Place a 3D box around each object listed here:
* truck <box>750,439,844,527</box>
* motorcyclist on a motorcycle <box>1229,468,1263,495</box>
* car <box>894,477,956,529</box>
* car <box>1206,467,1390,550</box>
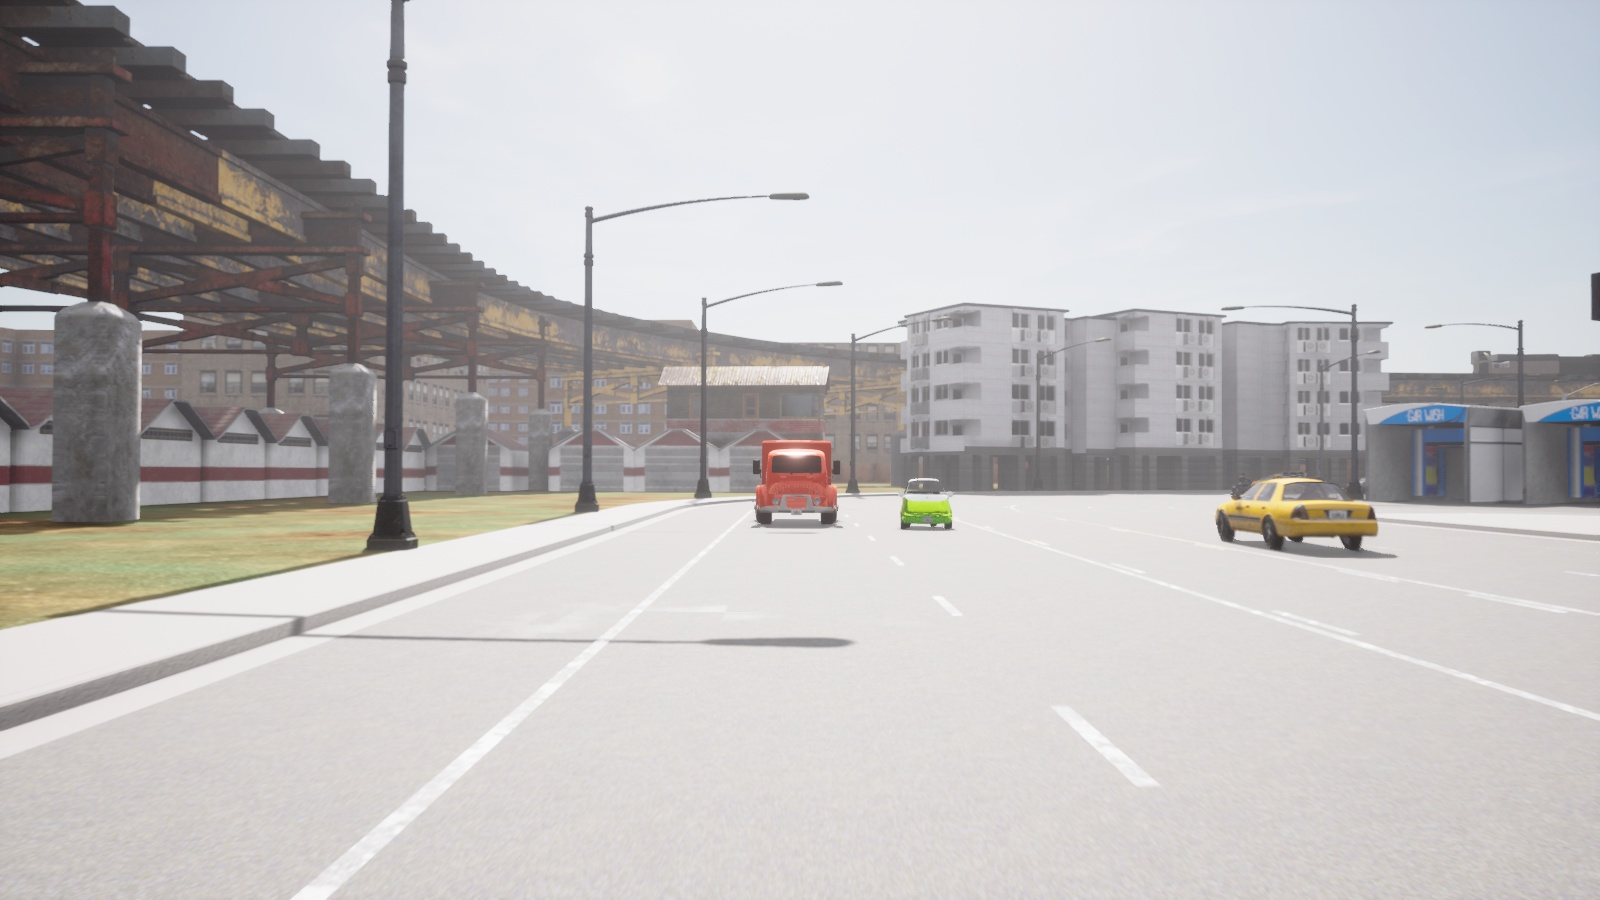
[{"bbox_3d":[-0.098,0.963,37.939,2.627,2.467,5.204,0,-1,0],"label":"truck"},{"bbox_3d":[28.064,1.975,79.013,2.350,1.649,0.766,1,-1,-32],"label":"motorcyclist on a motorcycle"},{"bbox_3d":[3.414,1.434,34.545,1.481,1.376,2.207,0,-1,0],"label":"car"},{"bbox_3d":[10.393,1.159,26.702,1.801,1.575,5.366,0,-1,1],"label":"car"}]
